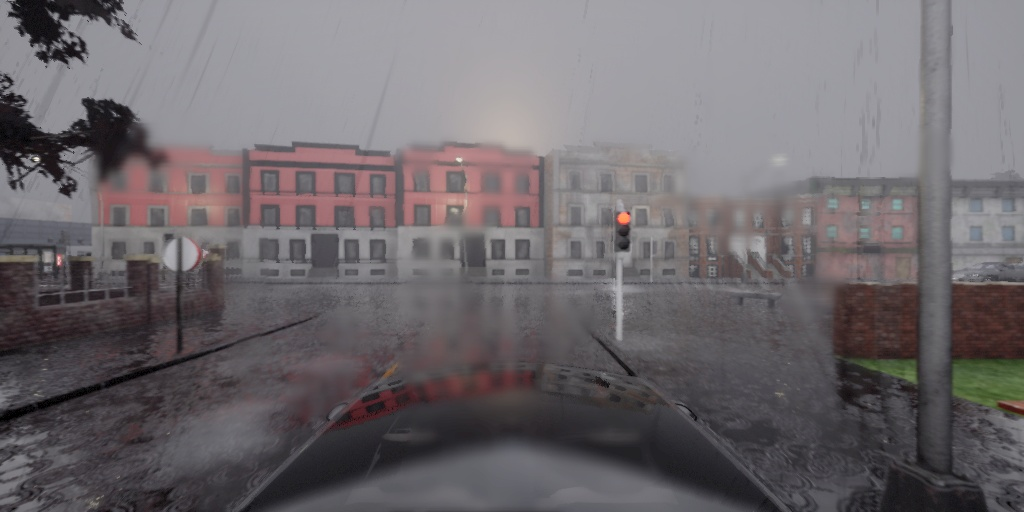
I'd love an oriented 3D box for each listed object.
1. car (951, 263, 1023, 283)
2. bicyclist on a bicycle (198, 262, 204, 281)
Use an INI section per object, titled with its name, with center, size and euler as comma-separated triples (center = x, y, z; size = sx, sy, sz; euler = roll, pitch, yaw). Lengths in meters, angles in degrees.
[car]
center = 30.251, 1.164, 22.482
size = 4.902, 1.511, 2.128
euler = 0, 0, 0
[bicyclist on a bicycle]
center = -22.688, 1.002, 26.671
size = 0.582, 1.620, 1.656
euler = 0, 1, 0
